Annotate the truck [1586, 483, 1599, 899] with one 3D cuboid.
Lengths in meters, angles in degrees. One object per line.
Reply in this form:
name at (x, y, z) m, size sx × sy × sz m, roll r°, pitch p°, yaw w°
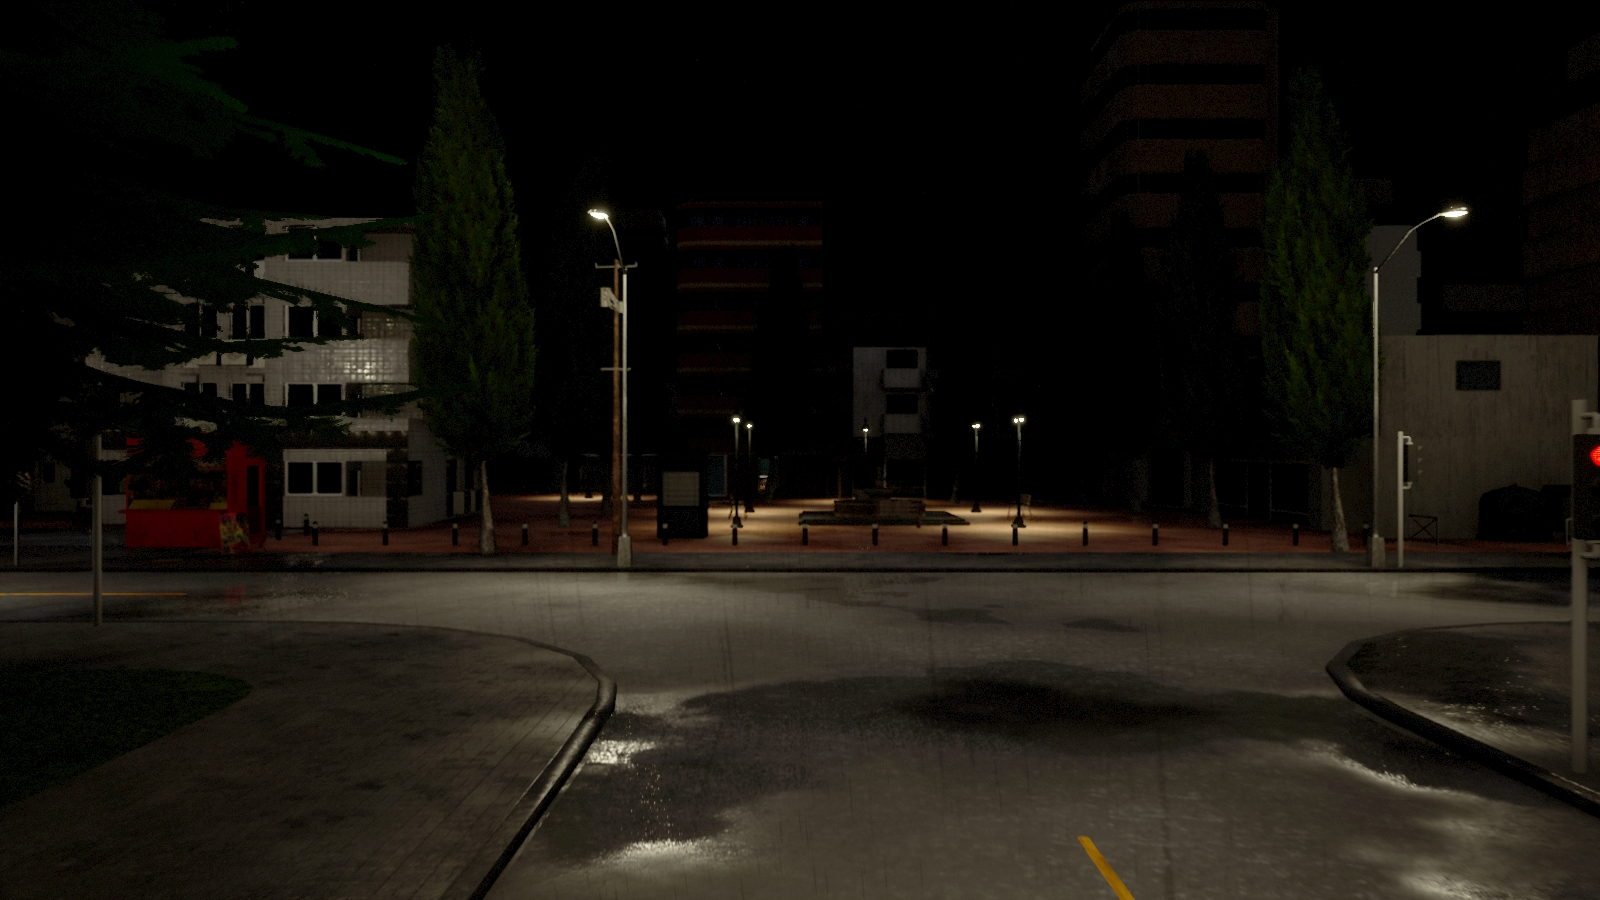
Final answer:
truck at (4.020, 1.348, 1.350) m, size 2.627 × 2.467 × 5.204 m, roll 0°, pitch 0°, yaw 0°
